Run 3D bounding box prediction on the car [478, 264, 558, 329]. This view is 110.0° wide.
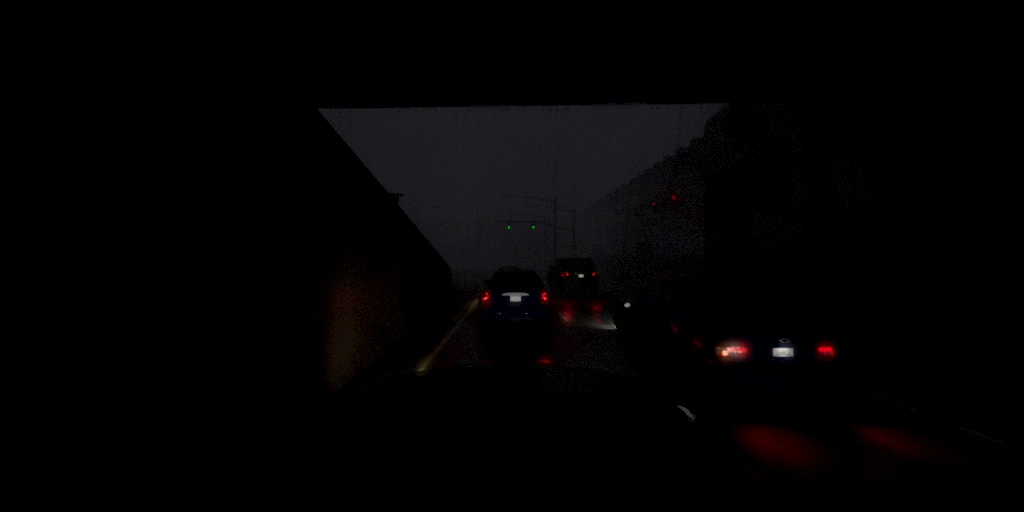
[{"bbox_3d":[0.100,1.184,11.723,2.097,1.767,4.553,0,-1,0],"label":"car"}]

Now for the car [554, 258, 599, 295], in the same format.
[{"bbox_3d":[3.467,1.136,21.289,2.150,2.045,5.566,0,0,-3],"label":"car"}]

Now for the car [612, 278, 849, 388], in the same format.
[{"bbox_3d":[3.601,1.344,7.272,2.033,1.411,5.357,0,0,0],"label":"car"}]
